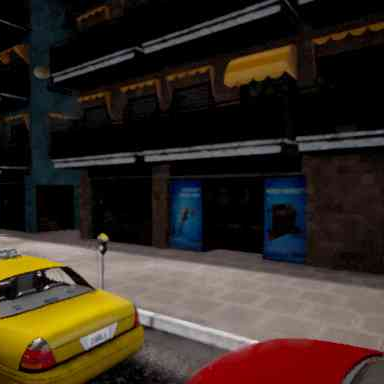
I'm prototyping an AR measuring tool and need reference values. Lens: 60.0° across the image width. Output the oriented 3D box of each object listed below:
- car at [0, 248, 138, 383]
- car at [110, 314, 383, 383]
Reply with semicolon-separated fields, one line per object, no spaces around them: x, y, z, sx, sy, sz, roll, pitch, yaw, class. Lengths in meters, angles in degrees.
-2.893;1.516;4.856;4.829;1.417;1.752;0;1;35;car
1.910;1.521;1.555;4.507;1.381;1.887;0;1;35;car
